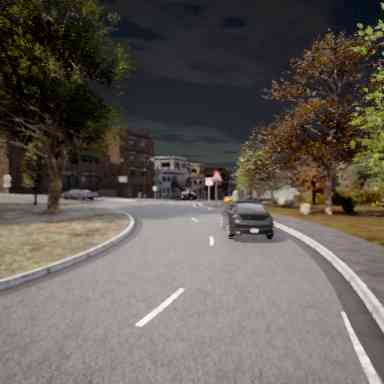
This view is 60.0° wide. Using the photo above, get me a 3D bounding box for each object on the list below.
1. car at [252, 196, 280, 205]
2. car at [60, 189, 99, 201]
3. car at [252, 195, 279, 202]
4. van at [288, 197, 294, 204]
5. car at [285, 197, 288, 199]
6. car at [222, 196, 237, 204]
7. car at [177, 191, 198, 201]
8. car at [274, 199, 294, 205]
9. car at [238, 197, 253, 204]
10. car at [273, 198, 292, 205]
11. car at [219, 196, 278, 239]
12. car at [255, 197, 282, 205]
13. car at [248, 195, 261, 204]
[{"bbox_3d":[13.944,1.566,62.448,4.892,1.521,2.231,1,-2,22],"label":"car"},{"bbox_3d":[-13.705,0.319,39.893,5.357,1.411,2.033,1,2,27],"label":"car"},{"bbox_3d":[11.911,1.332,57.333,4.892,1.521,2.231,1,-2,22],"label":"car"},{"bbox_3d":[23.152,2.238,85.457,4.442,1.987,1.878,1,-1,22],"label":"van"},{"bbox_3d":[17.954,1.875,72.701,4.553,1.767,2.185,1,-2,22],"label":"car"},{"bbox_3d":[8.213,1.692,71.878,1.882,1.535,5.008,1,-2,22],"label":"car"},{"bbox_3d":[-0.533,0.660,48.939,1.882,1.535,5.008,1,-2,19],"label":"car"},{"bbox_3d":[25.057,2.622,90.622,4.892,1.521,2.231,1,-1,22],"label":"car"},{"bbox_3d":[11.540,1.826,71.456,2.128,1.511,4.902,1,-2,22],"label":"car"},{"bbox_3d":[24.071,2.423,88.191,4.553,1.767,2.185,1,-1,22],"label":"car"},{"bbox_3d":[2.402,1.169,15.326,1.837,1.490,4.892,1,2,-1],"label":"car"},{"bbox_3d":[14.973,1.710,64.994,4.792,1.488,2.163,1,-2,22],"label":"car"},{"bbox_3d":[15.244,1.826,80.822,2.150,2.045,5.566,1,-2,22],"label":"car"}]
